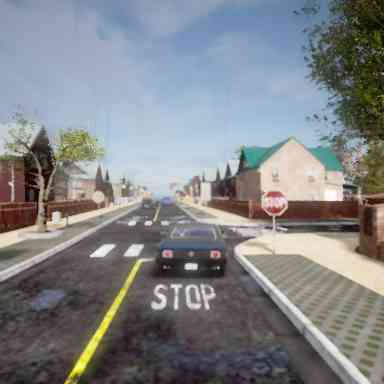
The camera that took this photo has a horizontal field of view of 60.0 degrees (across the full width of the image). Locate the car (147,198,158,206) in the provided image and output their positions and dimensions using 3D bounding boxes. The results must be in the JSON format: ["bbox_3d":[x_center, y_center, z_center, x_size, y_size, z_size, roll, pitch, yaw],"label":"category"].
[{"bbox_3d":[-7.440,1.865,62.645,1.895,1.301,4.718,0,0,-4],"label":"car"}]

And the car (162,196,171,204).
[{"bbox_3d":[-5.411,1.723,71.445,1.882,1.535,5.008,0,-1,-5],"label":"car"}]

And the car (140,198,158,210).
[{"bbox_3d":[-6.097,1.644,46.131,1.837,1.490,4.892,0,0,-5],"label":"car"}]

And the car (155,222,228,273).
[{"bbox_3d":[0.112,1.609,10.657,1.895,1.301,4.718,0,0,3],"label":"car"}]

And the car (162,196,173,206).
[{"bbox_3d":[-4.528,1.804,61.690,2.033,1.411,5.357,0,-1,-4],"label":"car"}]
